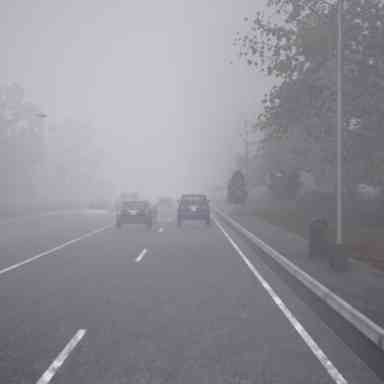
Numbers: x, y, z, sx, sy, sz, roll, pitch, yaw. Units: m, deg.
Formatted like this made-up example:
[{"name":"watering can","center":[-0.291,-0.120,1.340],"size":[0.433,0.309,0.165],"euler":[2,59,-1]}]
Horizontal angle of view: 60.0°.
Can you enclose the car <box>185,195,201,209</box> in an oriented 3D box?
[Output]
[{"name":"car","center":[0.102,1.248,42.881],"size":[1.882,1.535,5.008],"euler":[0,1,0]}]

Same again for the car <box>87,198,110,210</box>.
[{"name":"car","center":[-10.589,1.369,38.416],"size":[1.994,1.385,4.181],"euler":[0,0,0]}]

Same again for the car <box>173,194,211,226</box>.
[{"name":"car","center":[0.100,1.118,22.854],"size":[2.150,2.045,5.566],"euler":[0,1,0]}]

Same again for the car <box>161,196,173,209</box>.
[{"name":"car","center":[-3.399,1.281,42.349],"size":[1.837,1.490,4.892],"euler":[0,1,0]}]

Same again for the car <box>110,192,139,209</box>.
[{"name":"car","center":[-7.096,1.036,37.163],"size":[2.150,2.045,5.566],"euler":[0,0,0]}]

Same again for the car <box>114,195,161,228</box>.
[{"name":"car","center":[-3.400,1.253,21.365],"size":[2.097,1.767,4.553],"euler":[0,0,0]}]
